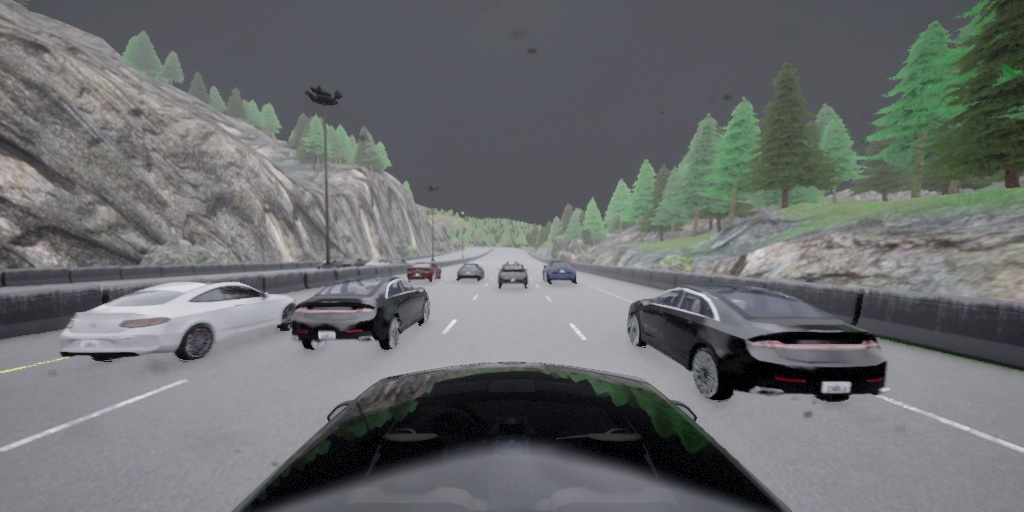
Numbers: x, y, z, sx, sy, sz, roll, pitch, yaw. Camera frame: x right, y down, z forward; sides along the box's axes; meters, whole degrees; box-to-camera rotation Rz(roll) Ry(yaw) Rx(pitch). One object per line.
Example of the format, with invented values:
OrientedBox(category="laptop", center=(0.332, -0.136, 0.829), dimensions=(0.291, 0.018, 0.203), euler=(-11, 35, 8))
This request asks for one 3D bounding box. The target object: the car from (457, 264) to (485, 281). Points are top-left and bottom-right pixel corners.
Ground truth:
OrientedBox(category="car", center=(-3.453, 1.324, 30.462), dimensions=(1.994, 1.385, 4.181), euler=(0, 0, 0))

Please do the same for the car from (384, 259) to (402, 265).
OrientedBox(category="car", center=(-17.601, 1.286, 55.414), dimensions=(1.837, 1.490, 4.892), euler=(0, 0, 0))

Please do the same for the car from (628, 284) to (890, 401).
OrientedBox(category="car", center=(3.592, 1.243, 6.403), dimensions=(2.128, 1.511, 4.902), euler=(0, 0, 0))

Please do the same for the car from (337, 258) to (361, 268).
OrientedBox(category="car", center=(-24.600, 1.119, 55.631), dimensions=(2.097, 1.767, 4.553), euler=(0, 0, 0))

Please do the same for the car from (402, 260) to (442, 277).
OrientedBox(category="car", center=(-6.950, 1.237, 28.784), dimensions=(1.882, 1.535, 5.008), euler=(0, 0, 0))

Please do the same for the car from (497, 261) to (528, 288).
OrientedBox(category="car", center=(0.060, 1.248, 23.903), dimensions=(2.128, 1.511, 4.902), euler=(0, 0, 0))

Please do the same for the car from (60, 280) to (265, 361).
OrientedBox(category="car", center=(-6.912, 1.278, 8.177), dimensions=(1.812, 1.442, 4.674), euler=(0, 0, 0))

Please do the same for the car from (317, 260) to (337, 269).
OrientedBox(category="car", center=(-28.102, 1.296, 55.256), dimensions=(1.812, 1.442, 4.674), euler=(0, 0, 0))

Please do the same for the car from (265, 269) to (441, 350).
OrientedBox(category="car", center=(-3.413, 1.244, 9.024), dimensions=(2.128, 1.511, 4.902), euler=(0, 0, 0))

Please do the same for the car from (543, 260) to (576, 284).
OrientedBox(category="car", center=(3.553, 1.111, 27.475), dimensions=(2.097, 1.767, 4.553), euler=(0, 0, 0))

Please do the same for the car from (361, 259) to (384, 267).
OrientedBox(category="car", center=(-21.101, 1.296, 55.362), dimensions=(1.812, 1.442, 4.674), euler=(0, 0, 0))
